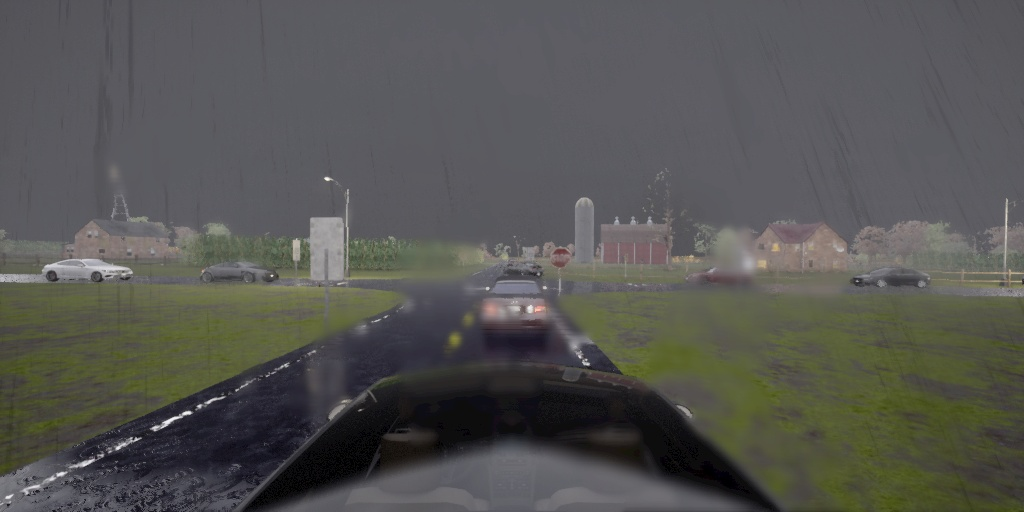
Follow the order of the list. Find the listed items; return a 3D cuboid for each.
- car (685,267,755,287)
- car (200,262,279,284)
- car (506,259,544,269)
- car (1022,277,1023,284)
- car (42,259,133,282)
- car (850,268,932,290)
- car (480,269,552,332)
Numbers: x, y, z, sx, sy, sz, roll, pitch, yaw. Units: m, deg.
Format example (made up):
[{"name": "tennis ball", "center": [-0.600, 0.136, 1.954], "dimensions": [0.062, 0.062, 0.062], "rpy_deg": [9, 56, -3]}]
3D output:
[{"name": "car", "center": [15.375, 1.503, 26.582], "dimensions": [4.674, 1.442, 1.812], "rpy_deg": [1, 1, 0]}, {"name": "car", "center": [-17.792, 1.096, 23.569], "dimensions": [4.181, 1.385, 1.994], "rpy_deg": [1, 1, 0]}, {"name": "car", "center": [0.990, 1.267, 31.897], "dimensions": [1.837, 1.490, 4.892], "rpy_deg": [-3, 2, -31]}, {"name": "car", "center": [41.753, 1.553, 26.585], "dimensions": [5.566, 2.045, 2.150], "rpy_deg": [1, 1, 0]}, {"name": "car", "center": [-27.837, 0.909, 23.557], "dimensions": [4.674, 1.442, 1.812], "rpy_deg": [1, 1, 0]}, {"name": "car", "center": [28.054, 1.655, 26.598], "dimensions": [4.892, 1.490, 1.837], "rpy_deg": [1, 1, 0]}, {"name": "car", "center": [0.147, 1.298, 10.851], "dimensions": [2.033, 1.411, 5.357], "rpy_deg": [0, 0, 1]}]
